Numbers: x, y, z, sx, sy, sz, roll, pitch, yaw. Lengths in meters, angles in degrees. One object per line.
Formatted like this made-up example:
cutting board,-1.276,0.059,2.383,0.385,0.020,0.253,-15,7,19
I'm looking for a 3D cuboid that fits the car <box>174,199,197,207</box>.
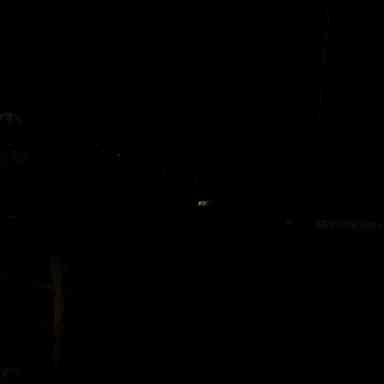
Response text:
car,-0.967,2.014,60.750,2.033,1.411,5.357,1,0,36
